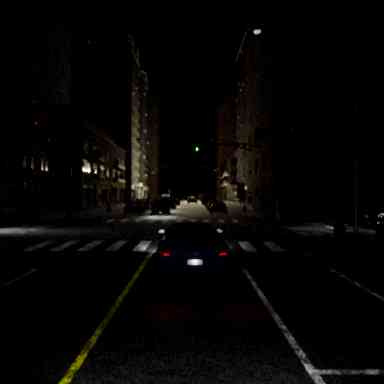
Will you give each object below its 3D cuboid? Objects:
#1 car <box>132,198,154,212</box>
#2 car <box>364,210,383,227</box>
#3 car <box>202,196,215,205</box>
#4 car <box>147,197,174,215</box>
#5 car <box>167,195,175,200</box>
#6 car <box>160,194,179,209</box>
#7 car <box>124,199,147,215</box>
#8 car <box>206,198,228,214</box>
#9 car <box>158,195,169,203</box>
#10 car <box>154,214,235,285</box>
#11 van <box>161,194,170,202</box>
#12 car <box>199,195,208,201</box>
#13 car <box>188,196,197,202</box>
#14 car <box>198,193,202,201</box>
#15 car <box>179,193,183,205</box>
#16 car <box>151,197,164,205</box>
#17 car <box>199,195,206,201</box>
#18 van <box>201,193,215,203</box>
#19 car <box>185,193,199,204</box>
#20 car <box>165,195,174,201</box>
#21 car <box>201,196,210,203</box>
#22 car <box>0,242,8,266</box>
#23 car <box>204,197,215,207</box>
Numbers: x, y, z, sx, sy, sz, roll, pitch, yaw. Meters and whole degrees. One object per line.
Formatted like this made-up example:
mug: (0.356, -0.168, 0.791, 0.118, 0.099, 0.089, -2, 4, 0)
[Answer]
car: (-5.829, 1.511, 39.875, 1.887, 1.381, 4.507, 1, 0, 0)
car: (13.602, 1.476, 21.387, 4.553, 1.767, 2.097, 0, -1, 0)
car: (2.699, 1.544, 45.535, 1.802, 1.307, 4.206, 1, 0, 0)
car: (-3.125, 1.519, 33.845, 2.033, 1.411, 5.357, 0, 0, -3)
car: (-5.802, 1.504, 90.931, 1.947, 1.339, 4.313, 1, 0, 0)
car: (-3.067, 1.441, 43.809, 1.882, 1.535, 5.008, 0, 0, 0)
car: (-5.832, 1.515, 34.202, 1.887, 1.381, 4.507, 1, 0, 0)
car: (2.693, 1.552, 34.188, 1.802, 1.307, 4.206, 1, 0, 0)
car: (-5.813, 1.389, 68.239, 1.967, 1.590, 4.097, 1, 0, 0)
car: (-0.023, 1.556, 9.532, 1.994, 1.385, 4.181, 0, 0, -3)
van: (-5.809, 1.287, 73.912, 1.690, 1.788, 3.998, 1, 0, 0)
car: (2.717, 1.509, 79.575, 1.947, 1.339, 4.313, 1, 0, 0)
car: (0.040, 1.541, 74.234, 1.895, 1.301, 4.718, 0, 0, 0)
car: (2.708, 1.269, 56.882, 2.192, 1.841, 5.009, 1, 0, 0)
car: (-3.017, 1.309, 53.840, 2.097, 1.767, 4.553, 0, 0, 1)
car: (-5.820, 1.537, 56.894, 1.802, 1.307, 4.206, 1, 0, 0)
car: (2.721, 1.466, 85.419, 1.752, 1.417, 4.829, 1, 0, 0)
van: (2.705, 1.299, 51.209, 1.690, 1.788, 3.998, 1, 0, 0)
car: (0.046, 1.498, 63.534, 2.033, 1.411, 5.357, 0, 0, 0)
car: (-5.805, 1.492, 85.258, 2.008, 1.369, 4.403, 1, 0, 0)
car: (2.711, 1.530, 68.228, 1.802, 1.307, 4.206, 1, 0, 0)
car: (-5.846, 1.519, 7.012, 1.752, 1.417, 4.829, 1, 0, 0)
car: (2.696, 1.548, 39.862, 1.802, 1.307, 4.206, 1, 0, 0)
